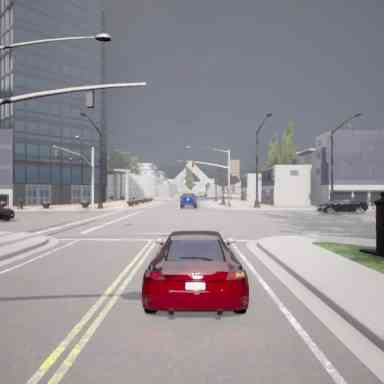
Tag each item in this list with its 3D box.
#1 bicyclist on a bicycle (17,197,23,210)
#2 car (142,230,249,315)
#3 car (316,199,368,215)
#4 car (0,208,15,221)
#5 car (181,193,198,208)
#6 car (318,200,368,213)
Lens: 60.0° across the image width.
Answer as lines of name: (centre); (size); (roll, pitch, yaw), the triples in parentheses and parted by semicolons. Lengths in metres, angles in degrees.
bicyclist on a bicycle: (-21.999, 1.466, 42.523); (0.582, 1.620, 1.656); (-1, 0, 0)
car: (0.071, 1.564, 7.642); (1.994, 1.385, 4.181); (0, 0, 0)
car: (15.084, 1.474, 33.541); (4.902, 1.511, 2.128); (0, 0, 0)
car: (-16.612, 1.587, 26.091); (5.008, 1.535, 1.882); (-1, 0, 0)
car: (-0.338, 1.220, 48.185); (2.150, 2.045, 5.566); (0, 0, 4)
car: (16.785, 1.570, 37.056); (4.718, 1.301, 1.895); (0, 0, -1)
